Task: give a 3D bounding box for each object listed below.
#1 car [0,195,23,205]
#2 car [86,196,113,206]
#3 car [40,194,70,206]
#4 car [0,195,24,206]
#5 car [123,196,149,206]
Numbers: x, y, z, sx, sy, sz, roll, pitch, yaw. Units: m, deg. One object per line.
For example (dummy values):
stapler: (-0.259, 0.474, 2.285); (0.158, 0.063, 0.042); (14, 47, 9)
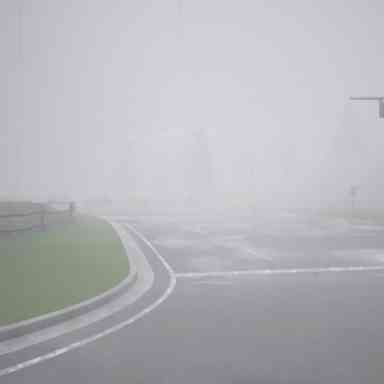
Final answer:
car: (-33.323, 1.354, 60.179); (4.553, 1.767, 2.097); (0, 0, 7)
car: (-15.086, 1.352, 53.913); (4.553, 1.767, 2.097); (0, 0, 32)
car: (-21.946, 1.492, 53.225); (4.902, 1.511, 2.128); (0, 0, 24)
car: (-29.155, 1.550, 52.224); (5.357, 1.411, 2.033); (0, 0, 15)
car: (-9.165, 1.476, 54.269); (5.008, 1.535, 1.882); (0, 0, 36)
